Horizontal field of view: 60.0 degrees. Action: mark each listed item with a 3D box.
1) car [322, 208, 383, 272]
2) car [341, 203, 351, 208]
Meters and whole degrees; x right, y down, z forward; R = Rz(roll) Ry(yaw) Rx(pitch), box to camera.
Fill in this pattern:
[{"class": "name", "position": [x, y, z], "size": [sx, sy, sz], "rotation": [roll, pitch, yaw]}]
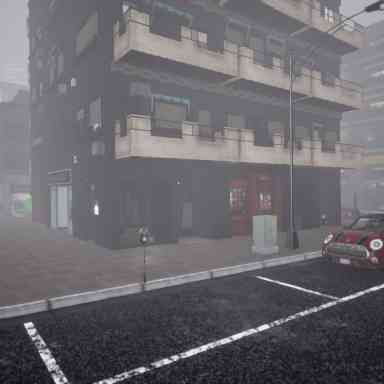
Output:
[{"class": "car", "position": [5.938, 1.437, 10.582], "size": [4.097, 1.590, 1.967], "rotation": [0, -1, -36]}, {"class": "car", "position": [12.976, 1.589, 30.285], "size": [1.994, 1.385, 4.181], "rotation": [-1, 1, -36]}]
